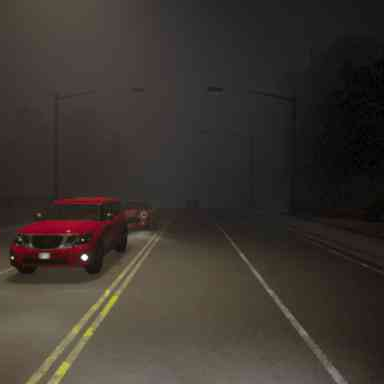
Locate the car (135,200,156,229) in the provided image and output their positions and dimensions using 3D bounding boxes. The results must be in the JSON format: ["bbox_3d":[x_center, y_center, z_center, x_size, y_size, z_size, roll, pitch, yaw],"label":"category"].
[{"bbox_3d":[-3.576,1.325,21.237,2.097,1.767,4.553,0,0,0],"label":"car"}]

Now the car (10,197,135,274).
[{"bbox_3d":[-3.572,1.207,10.906,2.150,2.045,5.566,0,0,1],"label":"car"}]

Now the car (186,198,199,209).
[{"bbox_3d":[0.095,1.585,47.269,2.128,1.511,4.902,0,-1,0],"label":"car"}]
